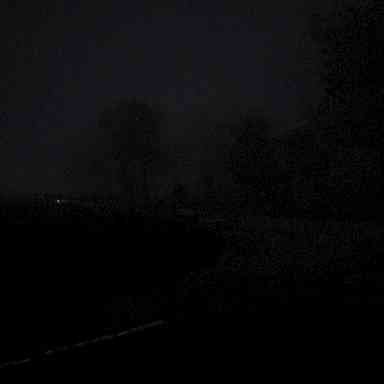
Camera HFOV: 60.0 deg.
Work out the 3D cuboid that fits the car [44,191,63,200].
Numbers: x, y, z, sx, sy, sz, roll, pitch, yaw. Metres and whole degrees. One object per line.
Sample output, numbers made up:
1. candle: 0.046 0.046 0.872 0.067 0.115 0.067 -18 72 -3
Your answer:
1. car: -22.427 0.553 53.565 2.033 1.411 5.357 -2 2 -36
